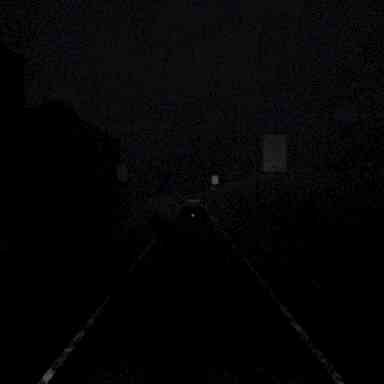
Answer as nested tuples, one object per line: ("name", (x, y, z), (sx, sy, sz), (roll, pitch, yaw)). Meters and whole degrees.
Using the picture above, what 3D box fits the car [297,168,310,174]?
("car", (22.433, -3.828, 63.233), (2.097, 1.535, 5.008), (0, 1, -4))

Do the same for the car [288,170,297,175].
("car", (22.080, -3.895, 68.770), (2.002, 1.452, 4.674), (0, 1, -3))

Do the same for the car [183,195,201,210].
("car", (0.037, 1.307, 42.528), (2.097, 1.767, 4.553), (0, 0, 1))

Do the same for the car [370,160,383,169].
("car", (25.033, -3.400, 41.203), (2.231, 1.521, 4.892), (0, 1, -9))

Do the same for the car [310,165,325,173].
("car", (22.903, -3.847, 57.728), (2.185, 1.767, 4.553), (0, 1, -5))

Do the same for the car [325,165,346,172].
("car", (23.524, -3.582, 52.037), (2.163, 1.488, 4.792), (0, 1, -6))

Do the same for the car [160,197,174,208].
("car", (-3.625, 1.504, 48.971), (1.812, 1.442, 4.674), (0, -1, 0))

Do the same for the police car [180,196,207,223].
("police car", (0.082, 1.395, 25.312), (1.930, 1.638, 5.238), (0, 0, 0))

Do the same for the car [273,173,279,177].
("car", (21.716, -4.119, 79.830), (2.231, 1.521, 4.892), (0, 1, -1))

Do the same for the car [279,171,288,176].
("car", (21.845, -4.036, 74.312), (2.231, 1.521, 4.892), (0, 1, -1))

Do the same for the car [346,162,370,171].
("car", (24.227, -3.466, 46.564), (2.002, 1.452, 4.674), (0, 1, -7))

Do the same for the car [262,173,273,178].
("car", (21.475, -4.386, 90.766), (2.185, 1.767, 4.553), (0, 1, -1))
